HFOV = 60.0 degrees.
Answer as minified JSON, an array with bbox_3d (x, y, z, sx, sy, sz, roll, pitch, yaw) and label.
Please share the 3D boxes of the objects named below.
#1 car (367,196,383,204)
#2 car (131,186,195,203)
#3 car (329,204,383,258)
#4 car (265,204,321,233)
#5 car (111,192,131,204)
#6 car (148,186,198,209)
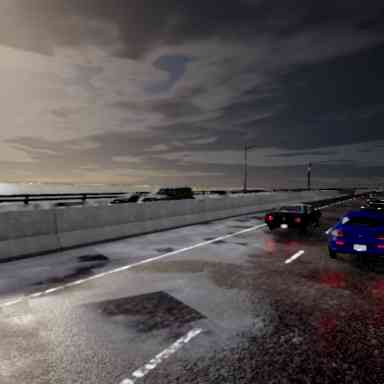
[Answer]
[{"bbox_3d":[15.632,1.047,27.582,2.128,1.511,4.902,1,2,31],"label":"car"},{"bbox_3d":[-1.863,0.600,25.999,2.150,2.045,5.566,1,2,31],"label":"car"},{"bbox_3d":[5.796,1.336,11.140,1.812,1.442,4.674,1,2,30],"label":"car"},{"bbox_3d":[5.443,1.266,17.376,1.895,1.301,4.718,1,2,31],"label":"car"},{"bbox_3d":[-5.949,0.738,32.804,1.994,1.385,4.181,1,2,31],"label":"car"},{"bbox_3d":[-1.769,0.443,32.962,2.150,2.045,5.566,1,1,31],"label":"car"}]
